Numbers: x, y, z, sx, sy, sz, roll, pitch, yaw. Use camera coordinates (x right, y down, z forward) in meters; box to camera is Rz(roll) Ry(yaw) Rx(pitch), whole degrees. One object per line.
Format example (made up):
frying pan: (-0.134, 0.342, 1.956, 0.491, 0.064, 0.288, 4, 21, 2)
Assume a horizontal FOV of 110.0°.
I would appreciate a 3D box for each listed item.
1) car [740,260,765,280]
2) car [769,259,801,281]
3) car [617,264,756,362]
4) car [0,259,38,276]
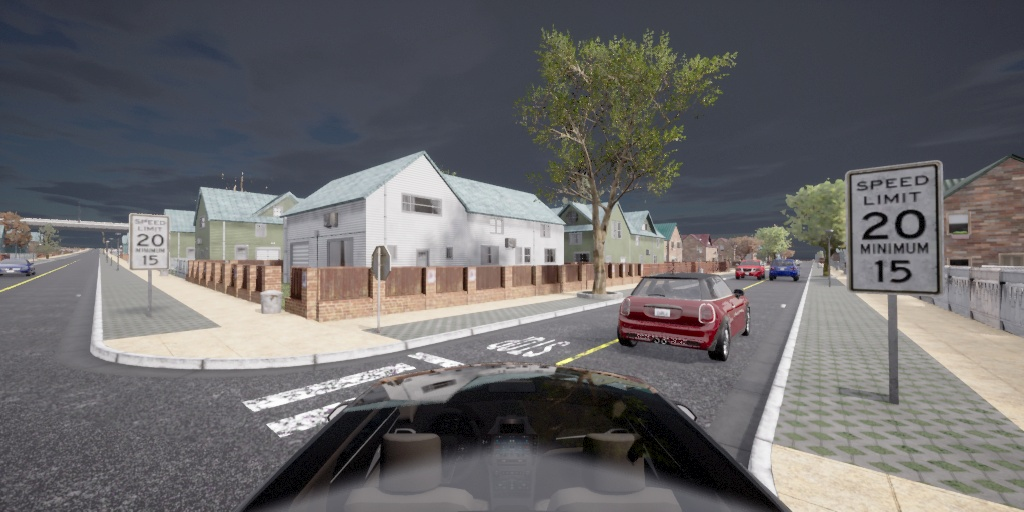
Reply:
car: (24.973, 1.395, 37.493, 2.150, 2.045, 5.566, -1, -1, 40)
car: (26.815, 1.362, 35.298, 2.150, 2.045, 5.566, -1, -1, 40)
car: (4.383, 1.175, 8.812, 2.097, 1.767, 4.553, -1, -1, 40)
car: (-42.114, 0.967, 30.394, 4.674, 1.442, 1.812, 1, 0, 41)
